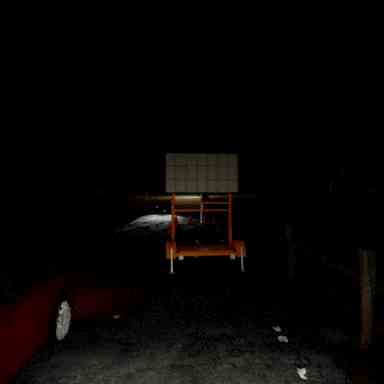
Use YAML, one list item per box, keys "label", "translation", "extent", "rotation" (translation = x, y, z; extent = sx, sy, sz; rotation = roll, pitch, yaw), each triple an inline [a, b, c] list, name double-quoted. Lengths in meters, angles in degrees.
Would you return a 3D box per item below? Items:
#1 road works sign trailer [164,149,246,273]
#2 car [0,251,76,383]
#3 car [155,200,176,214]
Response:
- label: "road works sign trailer"
  translation: [0.292, 0.456, 10.673]
  extent: [2.380, 3.560, 2.880]
  rotation: [0, 0, -6]
- label: "car"
  translation: [-2.846, 1.475, 3.506]
  extent: [1.882, 1.535, 5.008]
  rotation: [0, 0, 0]
- label: "car"
  translation: [-2.692, 1.554, 34.759]
  extent: [1.895, 1.301, 4.718]
  rotation: [0, 0, 0]
